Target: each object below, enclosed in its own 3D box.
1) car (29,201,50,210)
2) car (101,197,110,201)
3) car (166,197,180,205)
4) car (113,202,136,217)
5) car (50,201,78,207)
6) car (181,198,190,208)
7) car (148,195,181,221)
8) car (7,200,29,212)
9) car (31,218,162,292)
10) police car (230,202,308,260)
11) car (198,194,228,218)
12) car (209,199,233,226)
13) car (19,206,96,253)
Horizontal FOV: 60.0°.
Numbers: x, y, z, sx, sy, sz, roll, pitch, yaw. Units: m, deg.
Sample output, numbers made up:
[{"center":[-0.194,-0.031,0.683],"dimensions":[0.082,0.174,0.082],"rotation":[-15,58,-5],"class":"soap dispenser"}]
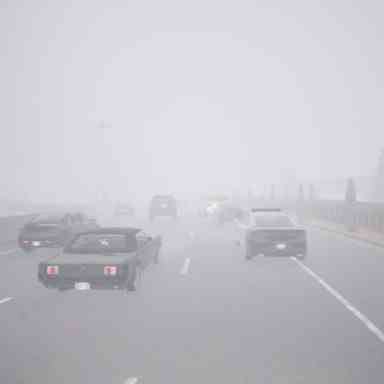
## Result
[{"center":[-18.757,1.809,42.529],"dimensions":[1.895,1.301,4.718],"rotation":[-1,0,-8],"class":"car"},{"center":[-20.527,1.999,79.516],"dimensions":[2.128,1.511,4.902],"rotation":[-1,-2,-8],"class":"car"},{"center":[-3.504,1.583,60.328],"dimensions":[2.033,1.411,5.357],"rotation":[-1,0,-8],"class":"car"},{"center":[-6.611,1.628,32.778],"dimensions":[1.994,1.385,4.181],"rotation":[-1,0,-7],"class":"car"},{"center":[-14.701,1.724,38.978],"dimensions":[1.994,1.385,4.181],"rotation":[-1,0,-8],"class":"car"},{"center":[-1.476,1.534,47.018],"dimensions":[1.812,1.442,4.674],"rotation":[-1,0,-8],"class":"car"},{"center":[-2.416,1.237,27.557],"dimensions":[2.150,2.045,5.566],"rotation":[-1,0,-6],"class":"car"},{"center":[-22.515,1.800,44.051],"dimensions":[2.033,1.411,5.357],"rotation":[-1,0,-8],"class":"car"},{"center":[-2.048,1.615,8.963],"dimensions":[1.895,1.301,4.718],"rotation":[-1,0,4],"class":"car"},{"center":[2.722,1.393,12.396],"dimensions":[1.930,1.638,5.238],"rotation":[-1,0,2],"class":"police car"},{"center":[1.914,1.191,29.890],"dimensions":[2.150,2.045,5.566],"rotation":[-1,0,-7],"class":"car"},{"center":[2.559,1.469,23.288],"dimensions":[1.837,1.490,4.892],"rotation":[-1,0,-4],"class":"car"},{"center":[-5.352,1.552,14.026],"dimensions":[1.837,1.490,4.892],"rotation":[0,0,2],"class":"car"}]
